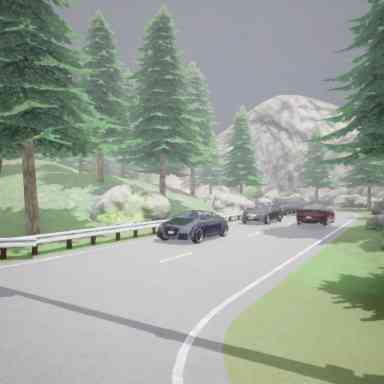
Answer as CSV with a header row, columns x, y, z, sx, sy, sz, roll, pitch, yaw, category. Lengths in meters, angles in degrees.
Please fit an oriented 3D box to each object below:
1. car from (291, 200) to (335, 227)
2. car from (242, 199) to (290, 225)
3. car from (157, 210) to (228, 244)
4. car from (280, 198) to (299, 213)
x,y,z,sx,sy,sz,roll,pitch,yaw,category
8.800,1.546,23.460,1.882,1.535,5.008,0,-1,31,car
5.307,1.506,24.640,2.128,1.511,4.902,0,0,31,car
0.126,1.573,16.152,1.994,1.385,4.181,0,0,31,car
10.407,1.524,33.494,1.837,1.490,4.892,0,0,24,car
